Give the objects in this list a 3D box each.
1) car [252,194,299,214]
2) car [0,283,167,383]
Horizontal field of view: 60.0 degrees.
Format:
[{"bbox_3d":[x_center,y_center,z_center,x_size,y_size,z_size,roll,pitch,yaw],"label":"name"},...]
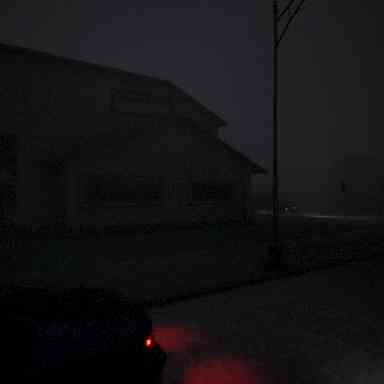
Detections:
[{"bbox_3d":[8.516,1.222,35.051,2.150,2.045,5.566,0,0,-35],"label":"car"},{"bbox_3d":[-2.838,1.547,2.579,5.357,1.411,2.033,0,0,-35],"label":"car"}]
